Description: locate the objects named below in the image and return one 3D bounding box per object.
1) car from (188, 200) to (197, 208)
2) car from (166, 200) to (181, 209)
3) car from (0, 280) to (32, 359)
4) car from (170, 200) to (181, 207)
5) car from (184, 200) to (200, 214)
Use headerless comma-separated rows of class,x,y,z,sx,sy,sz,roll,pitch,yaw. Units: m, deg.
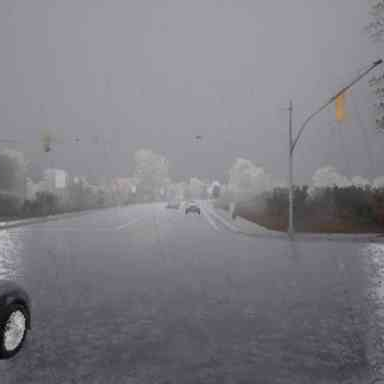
car,0.039,2.420,69.295,1.837,1.490,4.892,0,-1,1
car,-3.501,2.350,59.198,1.994,1.385,4.181,0,-1,0
car,-3.400,1.551,3.230,1.837,1.490,4.892,0,0,0
car,-3.462,2.322,69.225,1.994,1.385,4.181,0,-1,1
car,0.095,2.117,44.466,1.812,1.442,4.674,0,-1,0
